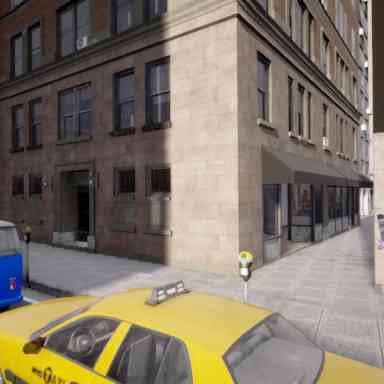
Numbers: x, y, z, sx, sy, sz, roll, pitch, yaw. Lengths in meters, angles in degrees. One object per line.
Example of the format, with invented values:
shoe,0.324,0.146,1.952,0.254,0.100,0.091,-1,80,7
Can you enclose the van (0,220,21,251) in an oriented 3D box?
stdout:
van,-4.908,1.341,6.371,3.998,1.788,1.690,0,-1,36

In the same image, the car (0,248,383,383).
car,-0.432,1.525,3.168,4.829,1.417,1.752,0,-1,36
